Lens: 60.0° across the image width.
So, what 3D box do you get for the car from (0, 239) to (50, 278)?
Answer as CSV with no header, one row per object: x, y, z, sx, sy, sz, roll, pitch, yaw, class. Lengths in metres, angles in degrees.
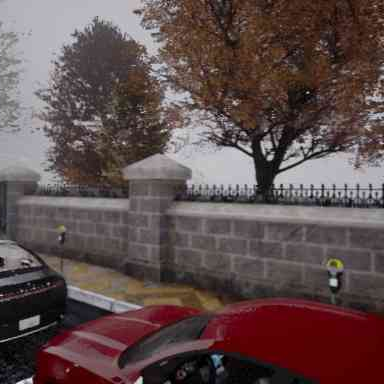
-3.918,1.471,5.684,4.403,1.369,2.008,1,0,36,car

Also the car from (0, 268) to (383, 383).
0.603,1.535,2.448,4.507,1.381,1.887,1,0,36,car
